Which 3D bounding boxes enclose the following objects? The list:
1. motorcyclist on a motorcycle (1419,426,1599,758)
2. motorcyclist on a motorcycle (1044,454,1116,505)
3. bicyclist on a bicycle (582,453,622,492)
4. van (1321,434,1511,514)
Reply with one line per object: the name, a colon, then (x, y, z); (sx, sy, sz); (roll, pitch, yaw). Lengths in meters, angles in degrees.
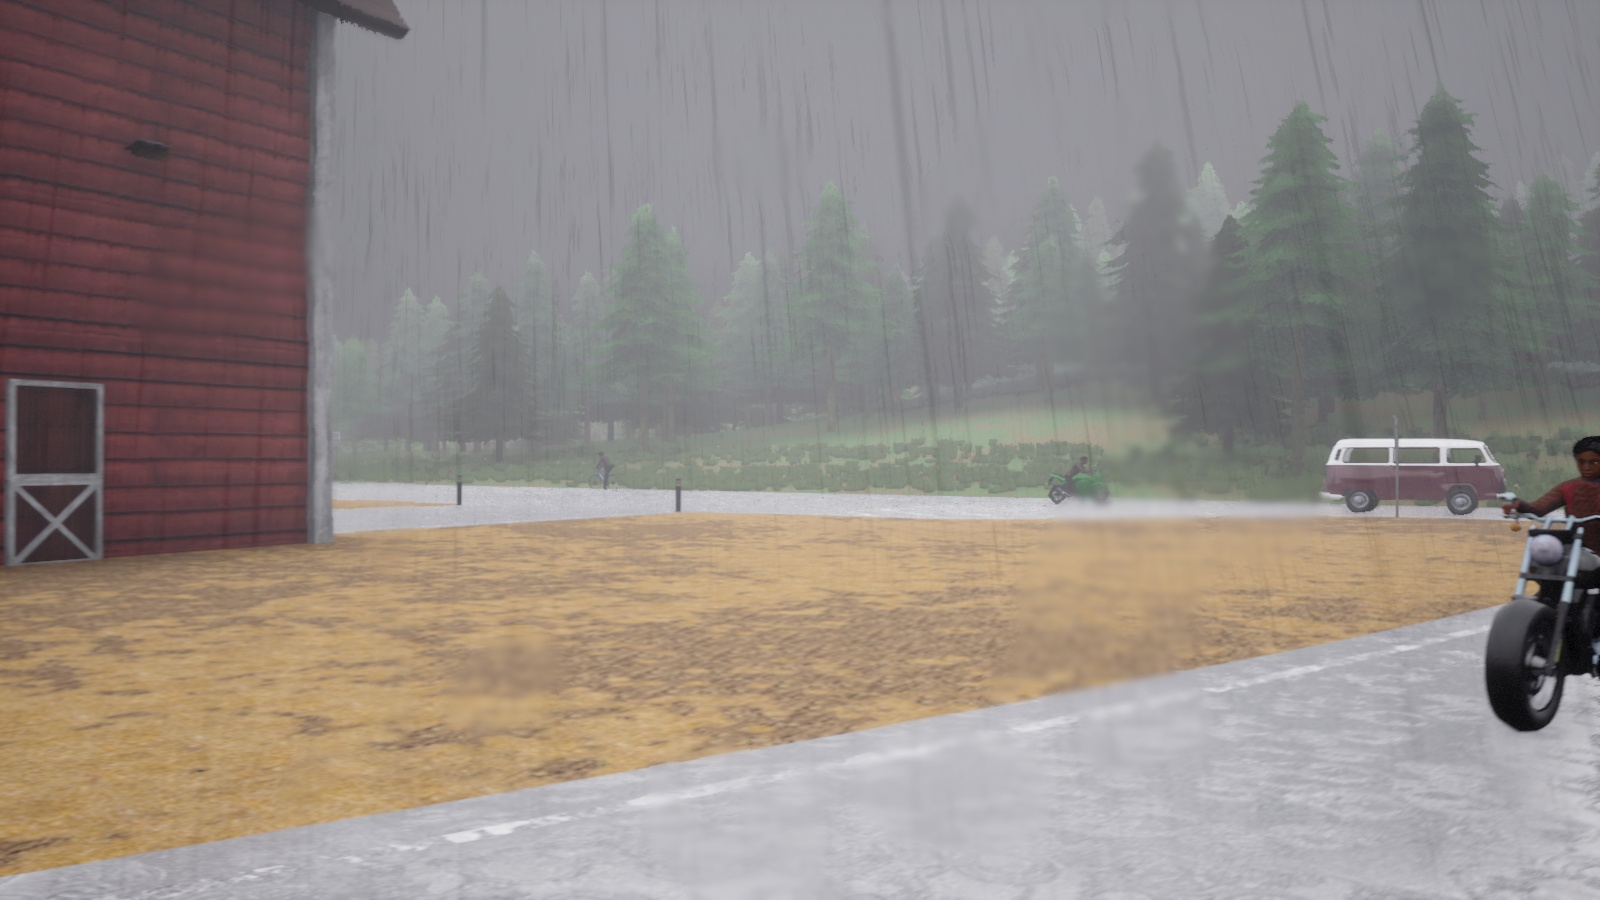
motorcyclist on a motorcycle: (4.514, 0.704, 7.305); (2.350, 1.649, 0.766); (0, 0, -41)
motorcyclist on a motorcycle: (8.627, 0.901, 38.730); (2.044, 1.523, 0.797); (0, 0, 30)
bicyclist on a bicycle: (-8.285, 0.932, 52.639); (1.656, 1.620, 0.582); (-1, -1, 30)
van: (16.683, 0.627, 34.036); (4.480, 2.038, 2.069); (-1, -1, 30)
